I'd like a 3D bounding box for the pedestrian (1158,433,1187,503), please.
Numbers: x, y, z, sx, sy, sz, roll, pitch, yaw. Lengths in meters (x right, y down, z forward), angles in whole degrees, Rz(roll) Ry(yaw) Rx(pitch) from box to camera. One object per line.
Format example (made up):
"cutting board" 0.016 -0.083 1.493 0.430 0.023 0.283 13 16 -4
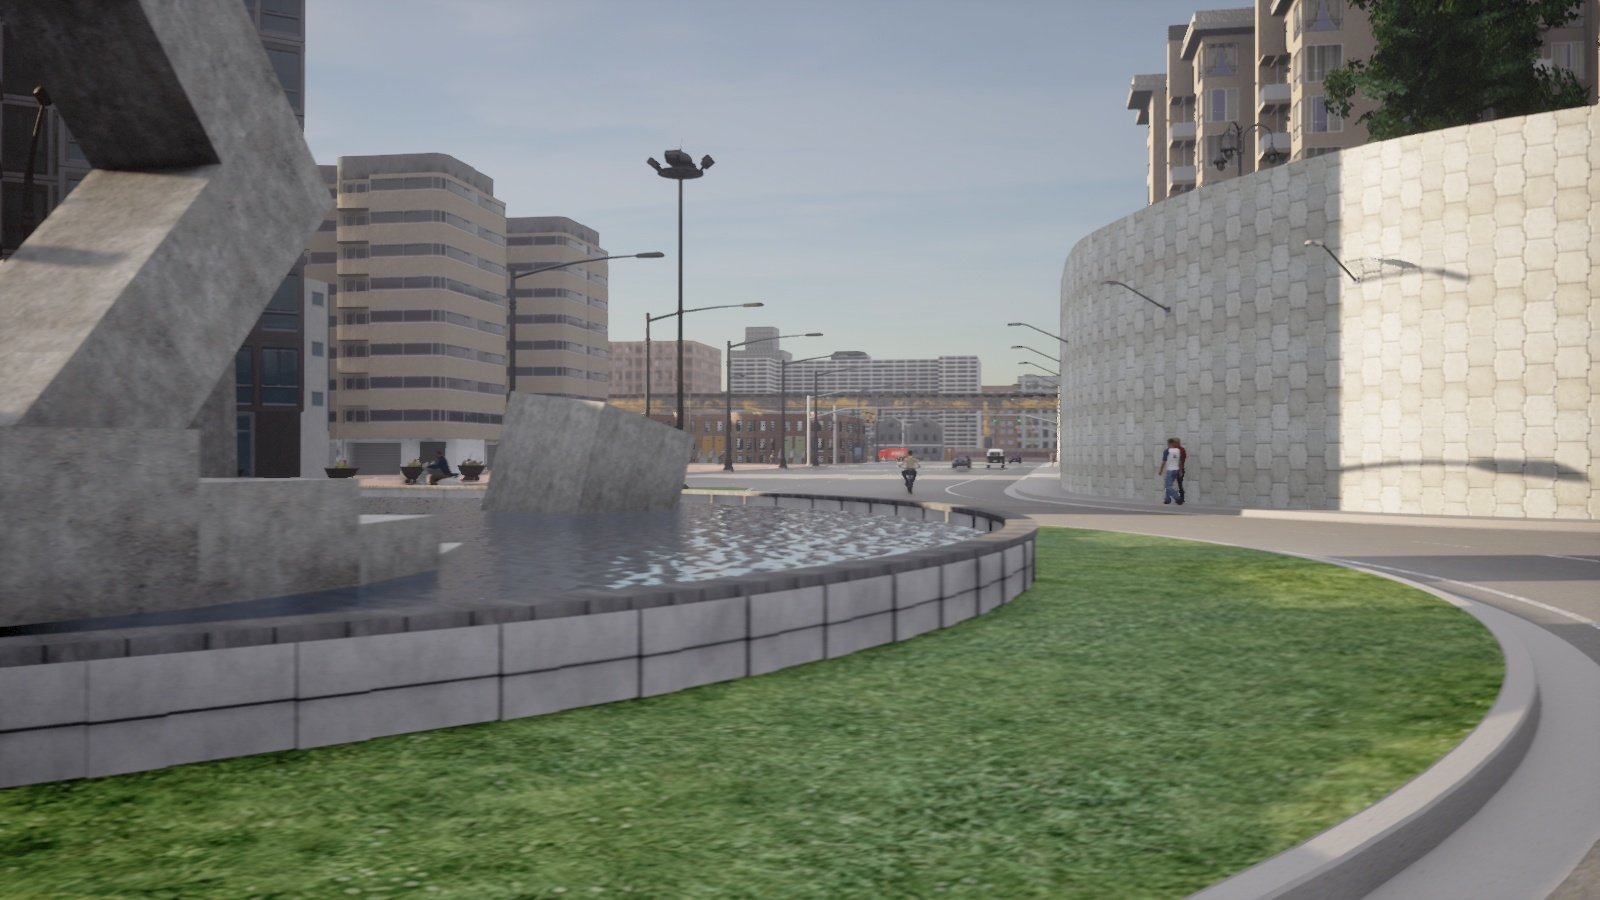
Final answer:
"pedestrian" 9.829 0.473 33.136 0.354 1.836 0.706 0 0 -23

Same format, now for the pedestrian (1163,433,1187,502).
"pedestrian" 10.076 0.474 33.764 0.331 1.846 0.636 0 0 -14

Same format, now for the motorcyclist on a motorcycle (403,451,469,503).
"motorcyclist on a motorcycle" -11.367 0.841 39.255 1.817 1.590 0.866 0 0 -1
